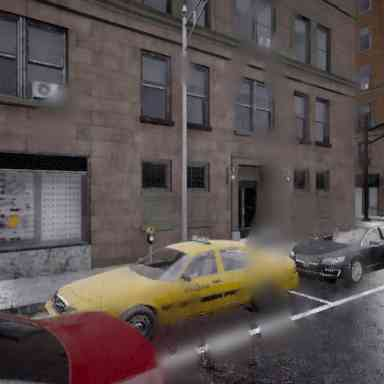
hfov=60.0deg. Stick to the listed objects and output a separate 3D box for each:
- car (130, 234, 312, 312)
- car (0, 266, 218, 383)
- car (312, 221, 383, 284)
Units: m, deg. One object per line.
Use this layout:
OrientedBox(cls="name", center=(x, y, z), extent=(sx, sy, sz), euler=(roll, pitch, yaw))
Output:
OrientedBox(cls="car", center=(-0.051, 1.525, 6.147), extent=(4.829, 1.417, 1.752), euler=(0, 0, -35))
OrientedBox(cls="car", center=(-2.441, 1.478, 1.349), extent=(5.008, 1.535, 1.882), euler=(0, 0, -36))
OrientedBox(cls="car", center=(4.585, 1.550, 9.444), extent=(4.403, 1.369, 2.008), euler=(0, 0, -35))
